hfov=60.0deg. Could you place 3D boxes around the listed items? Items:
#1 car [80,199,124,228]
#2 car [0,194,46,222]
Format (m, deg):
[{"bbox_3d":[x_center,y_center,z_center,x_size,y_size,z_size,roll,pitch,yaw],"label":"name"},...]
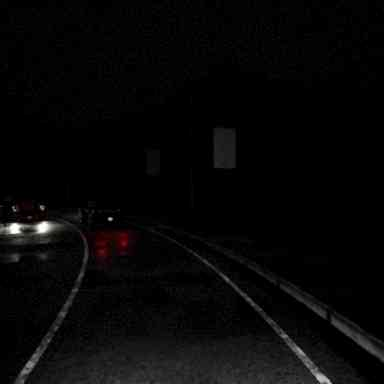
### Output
[{"bbox_3d":[-5.505,1.197,19.980,2.128,1.511,4.902,0,1,-27],"label":"car"},{"bbox_3d":[-11.410,0.980,22.565,2.097,1.767,4.553,0,1,-36],"label":"car"}]
